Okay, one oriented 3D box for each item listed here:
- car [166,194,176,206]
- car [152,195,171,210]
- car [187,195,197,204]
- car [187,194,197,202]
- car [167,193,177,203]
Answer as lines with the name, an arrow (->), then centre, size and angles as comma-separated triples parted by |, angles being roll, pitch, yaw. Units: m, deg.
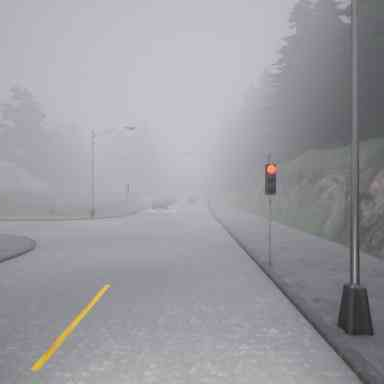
car -> -4.128, 1.478, 53.746 | 1.882, 1.535, 5.008 | 0, 0, 0
car -> -4.115, 1.526, 43.455 | 1.812, 1.442, 4.674 | 0, 0, 0
car -> 0.056, 1.478, 63.492 | 1.882, 1.535, 5.008 | 0, 0, 0
car -> -0.049, 1.355, 73.585 | 2.097, 1.767, 4.553 | 0, 0, 0
car -> -4.086, 1.221, 64.426 | 2.150, 2.045, 5.566 | 0, 0, 0
